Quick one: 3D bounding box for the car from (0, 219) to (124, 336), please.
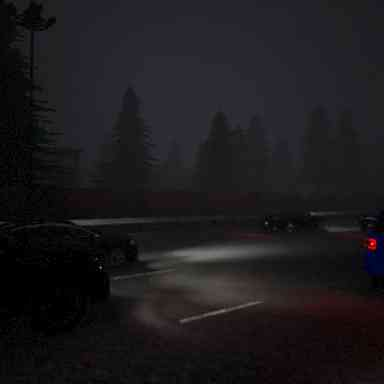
[{"bbox_3d":[-4.140,1.216,5.093,5.566,2.045,2.150,1,0,-35],"label":"car"}]

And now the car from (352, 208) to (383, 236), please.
[{"bbox_3d":[12.597,1.833,21.330,4.902,1.511,2.128,1,-1,-36],"label":"car"}]

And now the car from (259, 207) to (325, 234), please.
[{"bbox_3d":[6.449,1.742,21.230,5.008,1.535,1.882,1,-1,-35],"label":"car"}]

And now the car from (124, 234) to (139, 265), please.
[{"bbox_3d":[-3.930,1.527,9.541,4.902,1.511,2.128,1,-1,-35],"label":"car"}]

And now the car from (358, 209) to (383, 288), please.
[{"bbox_3d":[6.575,1.376,8.437,5.566,2.045,2.150,1,0,-35],"label":"car"}]
